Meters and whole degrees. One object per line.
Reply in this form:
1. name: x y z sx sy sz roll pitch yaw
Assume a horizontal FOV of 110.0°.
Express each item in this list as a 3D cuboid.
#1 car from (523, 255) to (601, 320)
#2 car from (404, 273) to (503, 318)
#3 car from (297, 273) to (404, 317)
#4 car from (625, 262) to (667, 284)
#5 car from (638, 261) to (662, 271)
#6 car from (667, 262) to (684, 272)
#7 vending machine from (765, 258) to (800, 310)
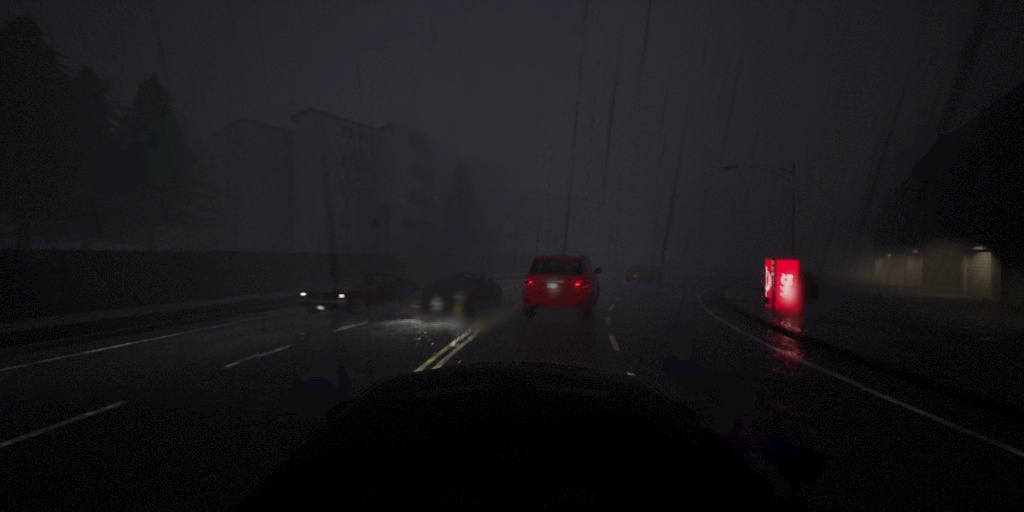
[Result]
1. car: 1.975 1.002 13.079 2.150 2.045 5.566 0 0 16
2. car: -1.773 1.306 12.973 1.994 1.385 4.181 0 0 16
3. car: -5.371 1.306 13.247 1.895 1.301 4.718 1 0 15
4. car: 10.820 1.363 29.282 1.882 1.535 5.008 0 0 36
5. car: 21.373 1.565 55.488 2.033 1.411 5.357 1 0 37
6. car: 24.126 1.570 53.326 1.812 1.442 4.674 1 0 37
7. vending machine: 10.251 1.062 13.624 1.100 2.100 0.880 0 0 22
